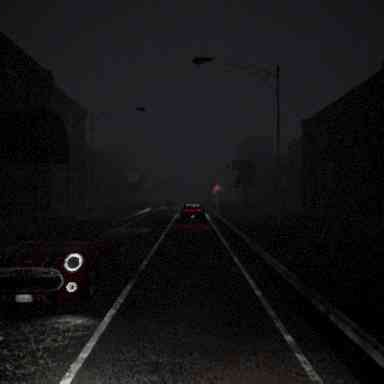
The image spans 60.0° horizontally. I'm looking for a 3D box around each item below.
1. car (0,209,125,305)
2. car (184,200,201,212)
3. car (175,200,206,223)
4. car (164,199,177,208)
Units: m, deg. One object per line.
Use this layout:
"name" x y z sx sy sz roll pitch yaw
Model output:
"car" -3.111 1.378 8.390 2.097 1.767 4.553 0 0 0
"car" 0.041 1.636 40.317 1.895 1.301 4.718 0 0 0
"car" 0.063 1.536 25.909 2.128 1.511 4.902 0 0 0
"car" -3.155 1.626 49.524 1.895 1.301 4.718 0 0 0
